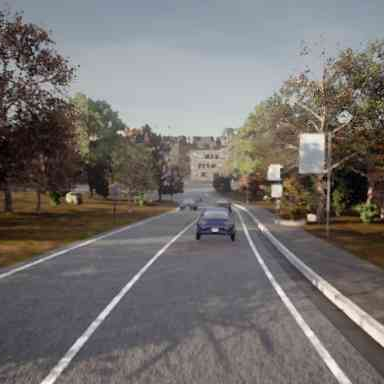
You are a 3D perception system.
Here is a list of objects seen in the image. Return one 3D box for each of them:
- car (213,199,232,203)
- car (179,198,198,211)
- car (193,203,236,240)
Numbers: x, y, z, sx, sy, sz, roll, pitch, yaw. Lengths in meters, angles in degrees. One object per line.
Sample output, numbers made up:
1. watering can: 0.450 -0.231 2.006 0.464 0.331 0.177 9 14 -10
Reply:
1. car: 3.156 1.459 34.719 1.812 1.442 4.674 1 0 5
2. car: -0.293 1.412 38.012 1.812 1.442 4.674 1 0 4
3. car: 1.252 1.499 16.963 1.812 1.442 4.674 1 0 6
